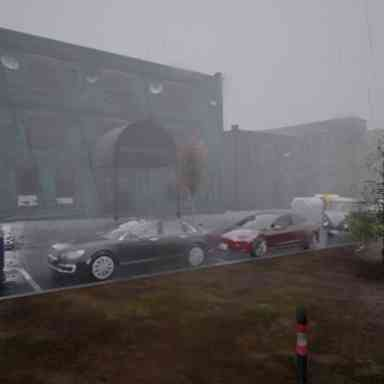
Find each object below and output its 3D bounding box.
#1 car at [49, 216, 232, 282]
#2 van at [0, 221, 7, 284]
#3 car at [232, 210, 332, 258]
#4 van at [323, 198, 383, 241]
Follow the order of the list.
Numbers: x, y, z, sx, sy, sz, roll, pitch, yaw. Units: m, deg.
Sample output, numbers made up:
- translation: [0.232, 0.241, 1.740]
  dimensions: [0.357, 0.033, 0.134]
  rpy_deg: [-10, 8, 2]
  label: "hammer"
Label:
- translation: [-1.494, 1.453, 9.648]
  dimensions: [4.892, 1.521, 2.231]
  rpy_deg: [2, -1, -37]
  label: "car"
- translation: [-6.121, 1.212, 6.348]
  dimensions: [4.442, 1.987, 1.878]
  rpy_deg: [0, 0, -33]
  label: "van"
- translation: [2.991, 1.519, 12.851]
  dimensions: [4.792, 1.488, 2.163]
  rpy_deg: [2, -1, -37]
  label: "car"
- translation: [8.290, 1.306, 16.640]
  dimensions: [4.442, 1.987, 1.878]
  rpy_deg: [2, -1, -38]
  label: "van"
